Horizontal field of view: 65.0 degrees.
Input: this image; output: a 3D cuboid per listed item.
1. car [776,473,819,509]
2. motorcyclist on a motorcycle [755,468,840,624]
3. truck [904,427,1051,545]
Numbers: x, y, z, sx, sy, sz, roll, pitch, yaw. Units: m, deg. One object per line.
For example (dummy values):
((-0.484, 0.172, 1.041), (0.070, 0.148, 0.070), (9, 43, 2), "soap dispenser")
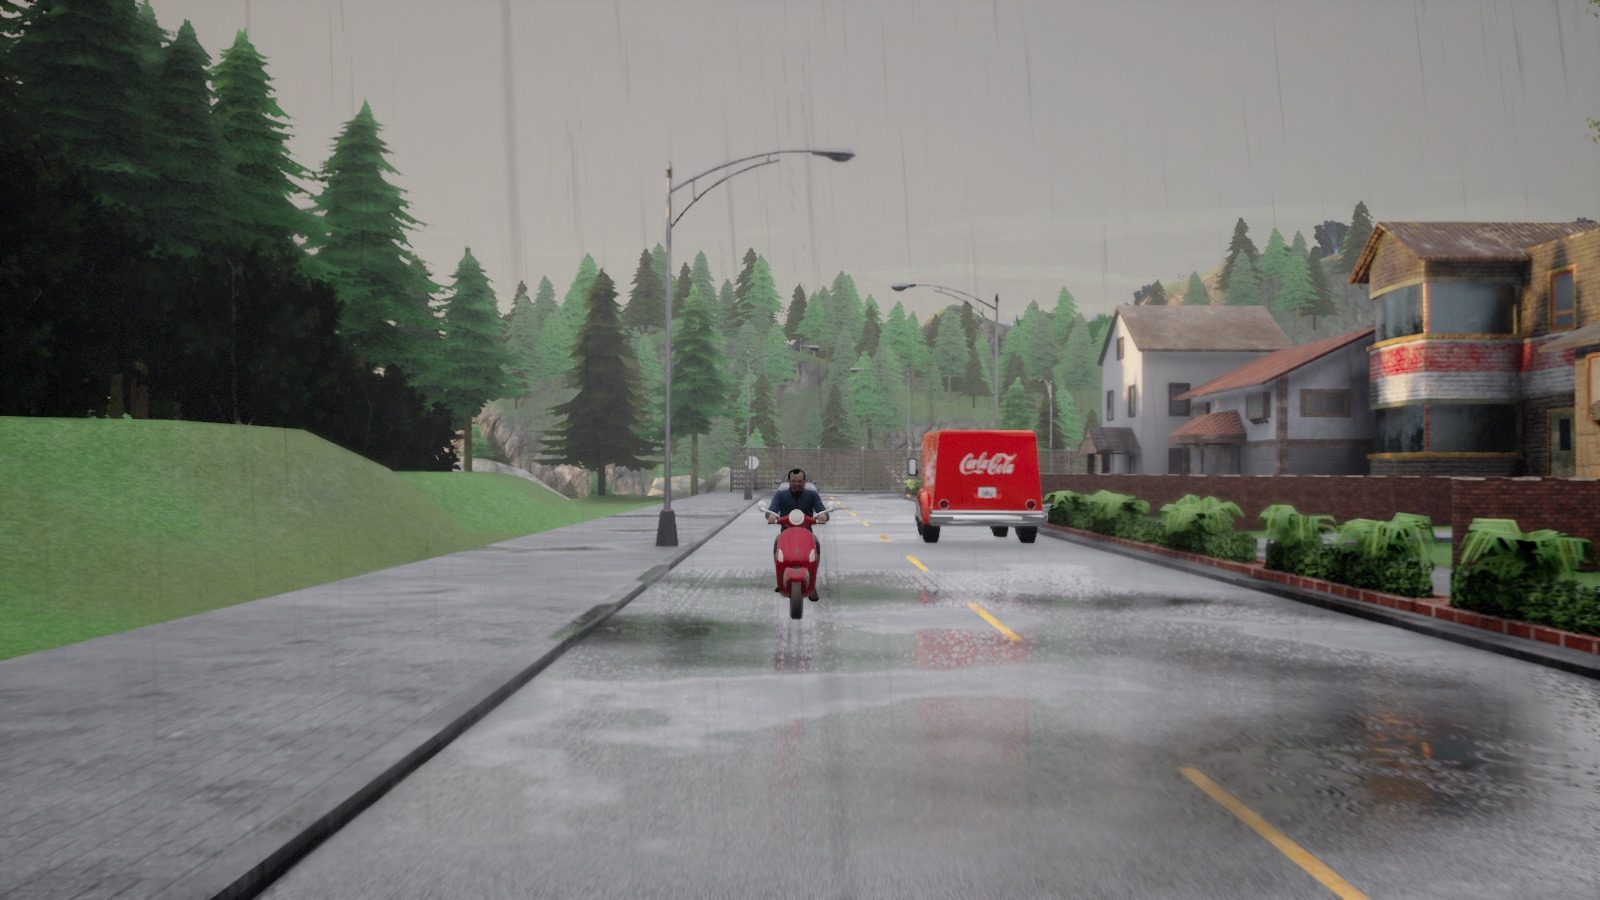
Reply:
((-0.111, 1.741, 54.488), (1.816, 1.474, 4.193), (0, -1, 0), "car")
((-0.029, 1.000, 13.831), (0.866, 1.590, 1.817), (0, -1, 0), "motorcyclist on a motorcycle")
((3.938, 0.797, 28.976), (2.627, 2.467, 5.204), (0, -1, 0), "truck")
